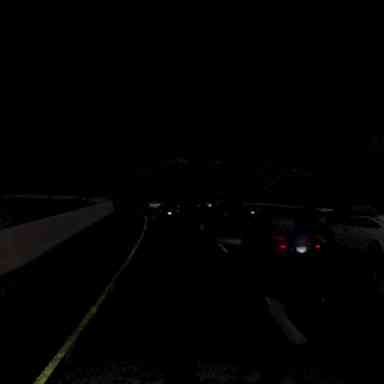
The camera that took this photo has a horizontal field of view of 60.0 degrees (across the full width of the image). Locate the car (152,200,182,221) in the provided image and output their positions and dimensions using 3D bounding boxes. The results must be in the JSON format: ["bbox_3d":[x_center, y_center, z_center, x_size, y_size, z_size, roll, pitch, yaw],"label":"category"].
[{"bbox_3d":[-1.949,1.575,27.017,1.994,1.385,4.181,0,0,-8],"label":"car"}]

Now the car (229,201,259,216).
[{"bbox_3d":[4.703,1.529,29.988,1.812,1.442,4.674,0,0,-8],"label":"car"}]

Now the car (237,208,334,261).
[{"bbox_3d":[3.090,1.525,12.128,1.812,1.442,4.674,0,0,-4],"label":"car"}]

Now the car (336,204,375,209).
[{"bbox_3d":[9.488,1.470,19.806,1.882,1.535,5.008,0,0,-5],"label":"car"}]

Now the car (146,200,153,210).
[{"bbox_3d":[-4.786,1.622,42.770,1.895,1.301,4.718,0,0,-13],"label":"car"}]

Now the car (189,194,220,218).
[{"bbox_3d":[1.085,1.230,30.630,2.150,2.045,5.566,0,0,-9],"label":"car"}]

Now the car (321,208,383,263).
[{"bbox_3d":[6.610,1.520,11.928,1.812,1.442,4.674,0,0,-4],"label":"car"}]
